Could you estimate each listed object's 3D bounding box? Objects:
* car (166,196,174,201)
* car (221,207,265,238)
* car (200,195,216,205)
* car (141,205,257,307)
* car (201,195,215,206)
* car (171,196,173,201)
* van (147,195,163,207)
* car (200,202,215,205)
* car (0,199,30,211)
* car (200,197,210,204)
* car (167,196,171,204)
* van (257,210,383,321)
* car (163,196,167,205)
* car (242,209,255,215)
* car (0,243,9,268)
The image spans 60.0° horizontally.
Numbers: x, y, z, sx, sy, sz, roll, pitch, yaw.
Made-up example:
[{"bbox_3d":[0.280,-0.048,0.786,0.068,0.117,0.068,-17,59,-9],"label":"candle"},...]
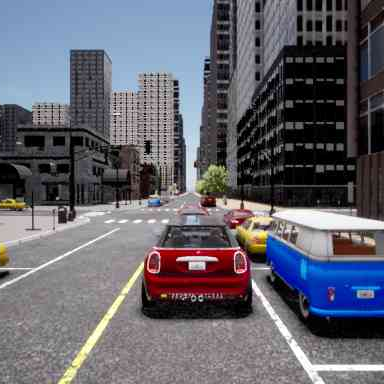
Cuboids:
[{"bbox_3d":[-5.811,1.673,89.187,1.752,1.417,4.829,0,0,0],"label":"car"},{"bbox_3d":[2.663,1.587,18.315,1.802,1.307,4.206,0,0,0],"label":"car"},{"bbox_3d":[2.619,1.369,50.703,2.192,1.841,5.009,0,0,0],"label":"car"},{"bbox_3d":[0.088,1.352,8.127,2.097,1.767,4.553,0,0,0],"label":"car"},{"bbox_3d":[2.612,1.380,56.227,2.192,1.841,5.009,0,0,0],"label":"car"},{"bbox_3d":[-5.789,1.654,72.785,2.008,1.369,4.403,0,0,0],"label":"car"},{"bbox_3d":[-5.760,1.395,50.690,1.690,1.788,3.998,0,0,0],"label":"van"},{"bbox_3d":[0.077,1.482,17.334,1.882,1.535,5.008,0,0,0],"label":"car"},{"bbox_3d":[-21.460,1.469,38.500,4.829,1.417,1.752,0,0,0],"label":"car"},{"bbox_3d":[2.599,1.655,67.275,1.947,1.339,4.313,0,0,0],"label":"car"},{"bbox_3d":[-5.782,1.529,67.262,1.967,1.590,4.097,0,0,0],"label":"car"},{"bbox_3d":[2.678,1.341,6.988,1.690,1.788,3.998,0,0,0],"label":"van"},{"bbox_3d":[-5.767,1.505,56.213,1.967,1.590,4.097,0,0,0],"label":"car"},{"bbox_3d":[2.670,1.527,12.822,1.752,1.417,4.829,0,0,0],"label":"car"},{"bbox_3d":[-5.701,1.525,6.807,1.752,1.417,4.829,0,0,0],"label":"car"}]
